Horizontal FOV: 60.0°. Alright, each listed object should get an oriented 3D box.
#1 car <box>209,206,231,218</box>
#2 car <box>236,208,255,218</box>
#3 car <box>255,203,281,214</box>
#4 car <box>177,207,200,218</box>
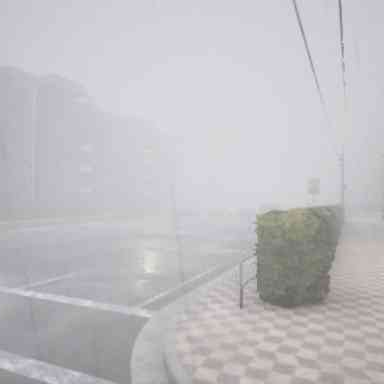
[{"bbox_3d":[4.026,2.746,46.945,1.882,1.535,5.008,0,-1,26],"label":"car"},{"bbox_3d":[7.511,2.841,46.117,1.994,1.385,4.181,0,-2,26],"label":"car"},{"bbox_3d":[10.405,2.467,43.921,2.150,2.045,5.566,0,-1,25],"label":"car"},{"bbox_3d":[-0.430,2.764,45.741,1.994,1.385,4.181,0,-2,25],"label":"car"}]
